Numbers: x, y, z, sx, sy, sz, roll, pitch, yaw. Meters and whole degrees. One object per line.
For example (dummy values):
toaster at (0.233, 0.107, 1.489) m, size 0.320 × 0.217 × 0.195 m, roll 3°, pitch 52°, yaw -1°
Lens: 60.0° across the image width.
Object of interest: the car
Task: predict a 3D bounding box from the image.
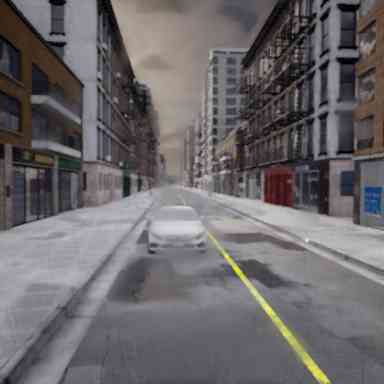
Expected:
car at (-0.550, 1.196, 11.997) m, size 1.812 × 1.442 × 4.674 m, roll 0°, pitch 2°, yaw -4°
